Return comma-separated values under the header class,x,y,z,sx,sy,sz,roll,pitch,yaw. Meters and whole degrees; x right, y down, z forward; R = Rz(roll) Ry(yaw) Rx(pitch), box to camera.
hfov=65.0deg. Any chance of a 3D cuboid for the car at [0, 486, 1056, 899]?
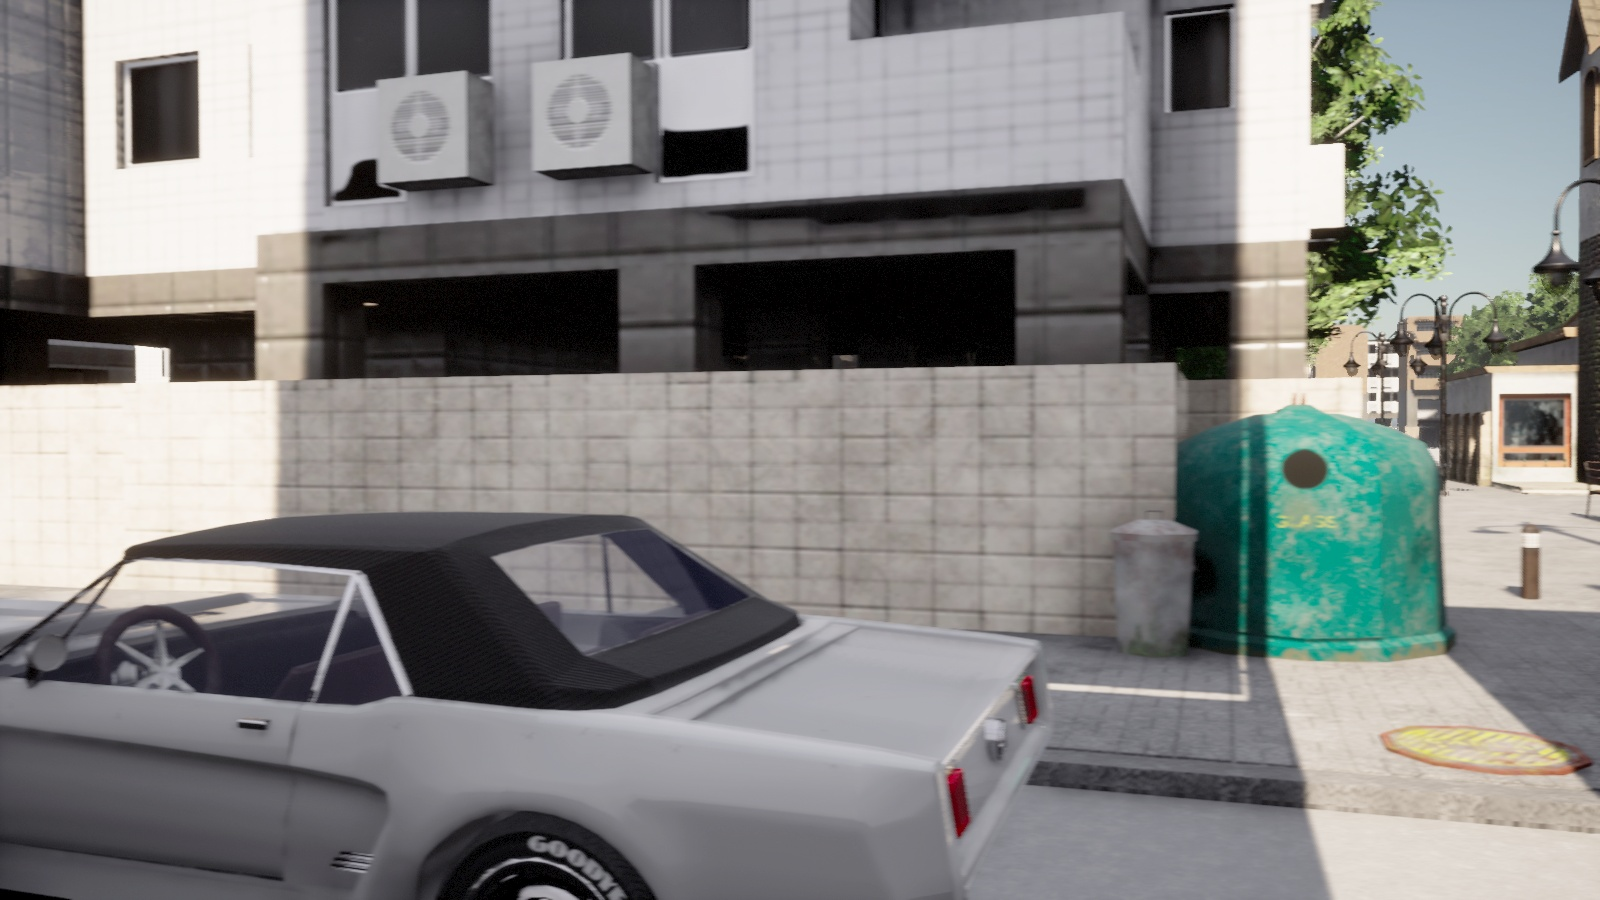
class,x,y,z,sx,sy,sz,roll,pitch,yaw
car,-1.640,0.853,4.279,4.718,1.301,1.895,1,1,18
